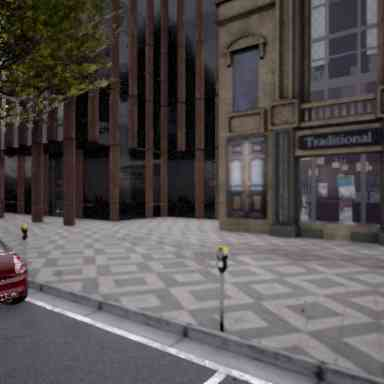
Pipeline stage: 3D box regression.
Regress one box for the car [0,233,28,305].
[{"bbox_3d":[-5.193,1.418,6.787,4.097,1.590,1.967,0,0,36],"label":"car"}]
